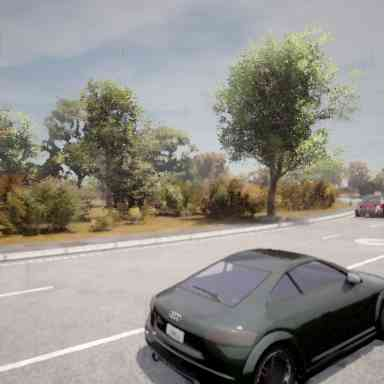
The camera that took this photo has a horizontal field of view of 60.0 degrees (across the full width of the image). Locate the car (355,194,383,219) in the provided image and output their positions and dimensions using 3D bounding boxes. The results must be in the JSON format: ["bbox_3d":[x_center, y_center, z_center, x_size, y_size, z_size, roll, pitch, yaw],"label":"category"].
[{"bbox_3d":[15.968,1.336,29.469,2.097,1.767,4.553,0,0,38],"label":"car"}]

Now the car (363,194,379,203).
[{"bbox_3d":[35.303,1.286,65.801,2.097,1.767,4.553,0,0,19],"label":"car"}]

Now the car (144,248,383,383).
[{"bbox_3d":[1.398,1.570,5.013,4.181,1.385,1.994,0,0,-37],"label":"car"}]
